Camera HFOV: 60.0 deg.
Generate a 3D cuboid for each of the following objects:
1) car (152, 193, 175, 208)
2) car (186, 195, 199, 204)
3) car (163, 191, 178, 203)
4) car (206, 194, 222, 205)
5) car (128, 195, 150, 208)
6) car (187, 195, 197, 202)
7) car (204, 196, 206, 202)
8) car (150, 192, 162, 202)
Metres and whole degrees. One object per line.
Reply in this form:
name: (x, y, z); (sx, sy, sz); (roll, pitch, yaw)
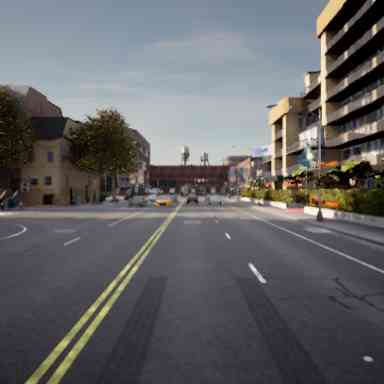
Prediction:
car: (-3.584, 1.220, 43.051); (1.882, 1.535, 5.008); (0, 0, 0)
car: (0.092, 1.182, 53.645); (1.837, 1.490, 4.892); (0, 0, 0)
car: (-3.543, 1.136, 59.317); (2.128, 1.511, 4.902); (0, 0, 1)
car: (3.584, 1.214, 52.074); (1.812, 1.442, 4.674); (0, 0, 0)
car: (-7.083, 1.244, 43.435); (1.837, 1.490, 4.892); (0, 0, 0)
car: (0.005, 1.206, 66.001); (1.895, 1.301, 4.718); (0, 0, 0)
car: (3.505, 1.153, 65.863); (2.033, 1.411, 5.357); (0, 0, 0)
car: (-7.026, 1.163, 60.547); (1.812, 1.442, 4.674); (0, 0, 1)
